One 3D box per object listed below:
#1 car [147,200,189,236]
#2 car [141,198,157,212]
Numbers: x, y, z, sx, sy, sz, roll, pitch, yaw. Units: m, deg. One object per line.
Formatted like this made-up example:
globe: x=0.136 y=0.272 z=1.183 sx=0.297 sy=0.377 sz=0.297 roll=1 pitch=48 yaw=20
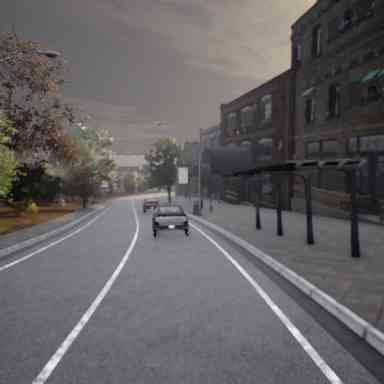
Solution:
car: x=-1.301 y=1.457 z=18.473 sx=2.128 sy=1.511 sz=4.902 roll=-1 pitch=0 yaw=-7
car: x=-4.752 y=1.475 z=38.587 sx=1.837 sy=1.490 sz=4.892 roll=-1 pitch=0 yaw=-11
